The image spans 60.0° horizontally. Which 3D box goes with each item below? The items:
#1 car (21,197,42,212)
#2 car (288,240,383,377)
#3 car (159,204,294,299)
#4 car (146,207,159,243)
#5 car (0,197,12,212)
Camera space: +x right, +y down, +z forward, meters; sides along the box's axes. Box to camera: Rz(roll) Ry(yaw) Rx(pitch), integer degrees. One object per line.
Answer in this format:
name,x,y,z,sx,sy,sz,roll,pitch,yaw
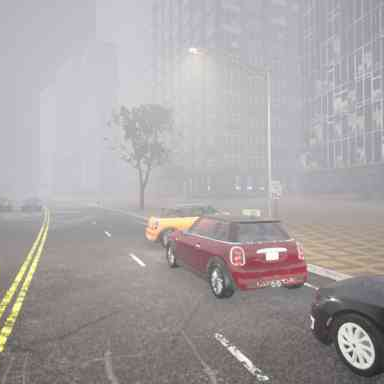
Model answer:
car,-18.917,1.391,39.371,2.097,1.767,4.553,0,0,-24
car,3.607,1.505,3.406,1.837,1.490,4.892,0,0,-36
car,0.860,1.354,8.871,2.097,1.767,4.553,0,0,-22
car,0.332,1.276,14.495,4.553,1.767,2.097,-3,1,-18
car,-21.884,1.388,38.042,2.097,1.767,4.553,0,0,-24
